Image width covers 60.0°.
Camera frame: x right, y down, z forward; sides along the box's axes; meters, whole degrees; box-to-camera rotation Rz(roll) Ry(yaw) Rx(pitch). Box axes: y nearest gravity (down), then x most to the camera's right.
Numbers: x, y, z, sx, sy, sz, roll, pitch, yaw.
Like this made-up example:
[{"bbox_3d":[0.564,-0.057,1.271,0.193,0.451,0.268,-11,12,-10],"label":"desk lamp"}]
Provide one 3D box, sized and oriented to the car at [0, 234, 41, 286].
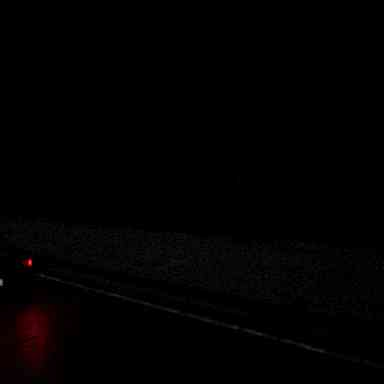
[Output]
[{"bbox_3d":[-5.821,1.596,8.143,4.718,1.301,1.895,0,0,36],"label":"car"}]
